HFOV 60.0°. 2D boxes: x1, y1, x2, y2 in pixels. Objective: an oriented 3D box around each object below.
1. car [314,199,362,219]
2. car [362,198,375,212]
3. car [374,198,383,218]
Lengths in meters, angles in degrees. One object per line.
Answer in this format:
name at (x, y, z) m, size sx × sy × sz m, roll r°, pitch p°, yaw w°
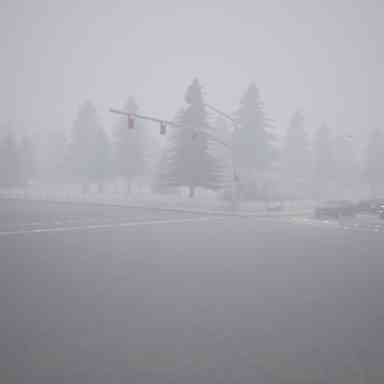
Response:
car at (11.759, 1.310, 27.131) m, size 1.882 × 1.535 × 5.008 m, roll 3°, pitch 1°, yaw 44°
car at (18.285, 1.374, 33.788) m, size 1.882 × 1.535 × 5.008 m, roll 3°, pitch 2°, yaw 44°
car at (17.869, 1.203, 28.359) m, size 5.566 × 2.045 × 2.150 m, roll 1°, pitch 1°, yaw -45°
